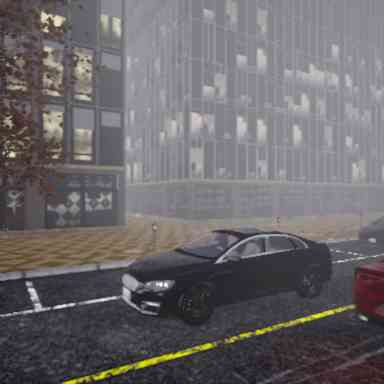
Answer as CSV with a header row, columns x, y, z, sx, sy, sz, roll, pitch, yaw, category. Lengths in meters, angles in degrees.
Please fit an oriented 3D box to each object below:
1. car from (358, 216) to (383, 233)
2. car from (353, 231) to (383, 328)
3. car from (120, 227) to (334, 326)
x,y,z,sx,sy,sz,roll,pitch,yaw,category
9.524,1.688,15.233,4.313,1.339,1.947,0,0,-30,car
5.009,1.524,5.894,5.008,1.535,1.882,0,-1,-30,car
0.940,1.561,7.225,4.902,1.511,2.128,0,-1,-30,car
